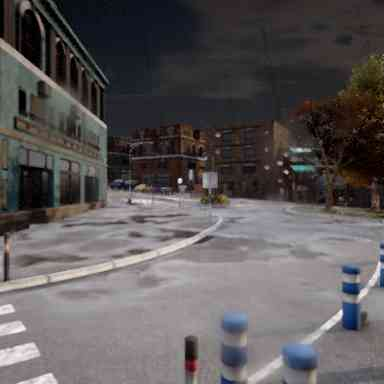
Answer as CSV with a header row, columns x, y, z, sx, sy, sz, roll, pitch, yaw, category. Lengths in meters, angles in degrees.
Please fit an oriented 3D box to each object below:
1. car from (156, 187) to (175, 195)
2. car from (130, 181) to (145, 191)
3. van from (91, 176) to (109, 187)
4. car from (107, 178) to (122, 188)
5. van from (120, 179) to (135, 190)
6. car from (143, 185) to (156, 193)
x,y,z,sx,sy,sz,roll,pitch,yaw,category
-4.535,-0.262,62.886,2.231,1.521,4.892,5,2,12,car
-9.714,-0.849,65.910,1.946,1.575,5.366,6,2,12,car
-19.976,-2.245,72.369,1.878,1.987,4.442,6,2,12,van
-14.805,-1.685,69.254,2.435,2.045,5.566,6,2,12,car
-12.211,-1.370,67.799,1.878,1.987,4.442,5,2,12,van
-7.105,-0.516,64.494,2.002,1.452,4.674,6,2,12,car
